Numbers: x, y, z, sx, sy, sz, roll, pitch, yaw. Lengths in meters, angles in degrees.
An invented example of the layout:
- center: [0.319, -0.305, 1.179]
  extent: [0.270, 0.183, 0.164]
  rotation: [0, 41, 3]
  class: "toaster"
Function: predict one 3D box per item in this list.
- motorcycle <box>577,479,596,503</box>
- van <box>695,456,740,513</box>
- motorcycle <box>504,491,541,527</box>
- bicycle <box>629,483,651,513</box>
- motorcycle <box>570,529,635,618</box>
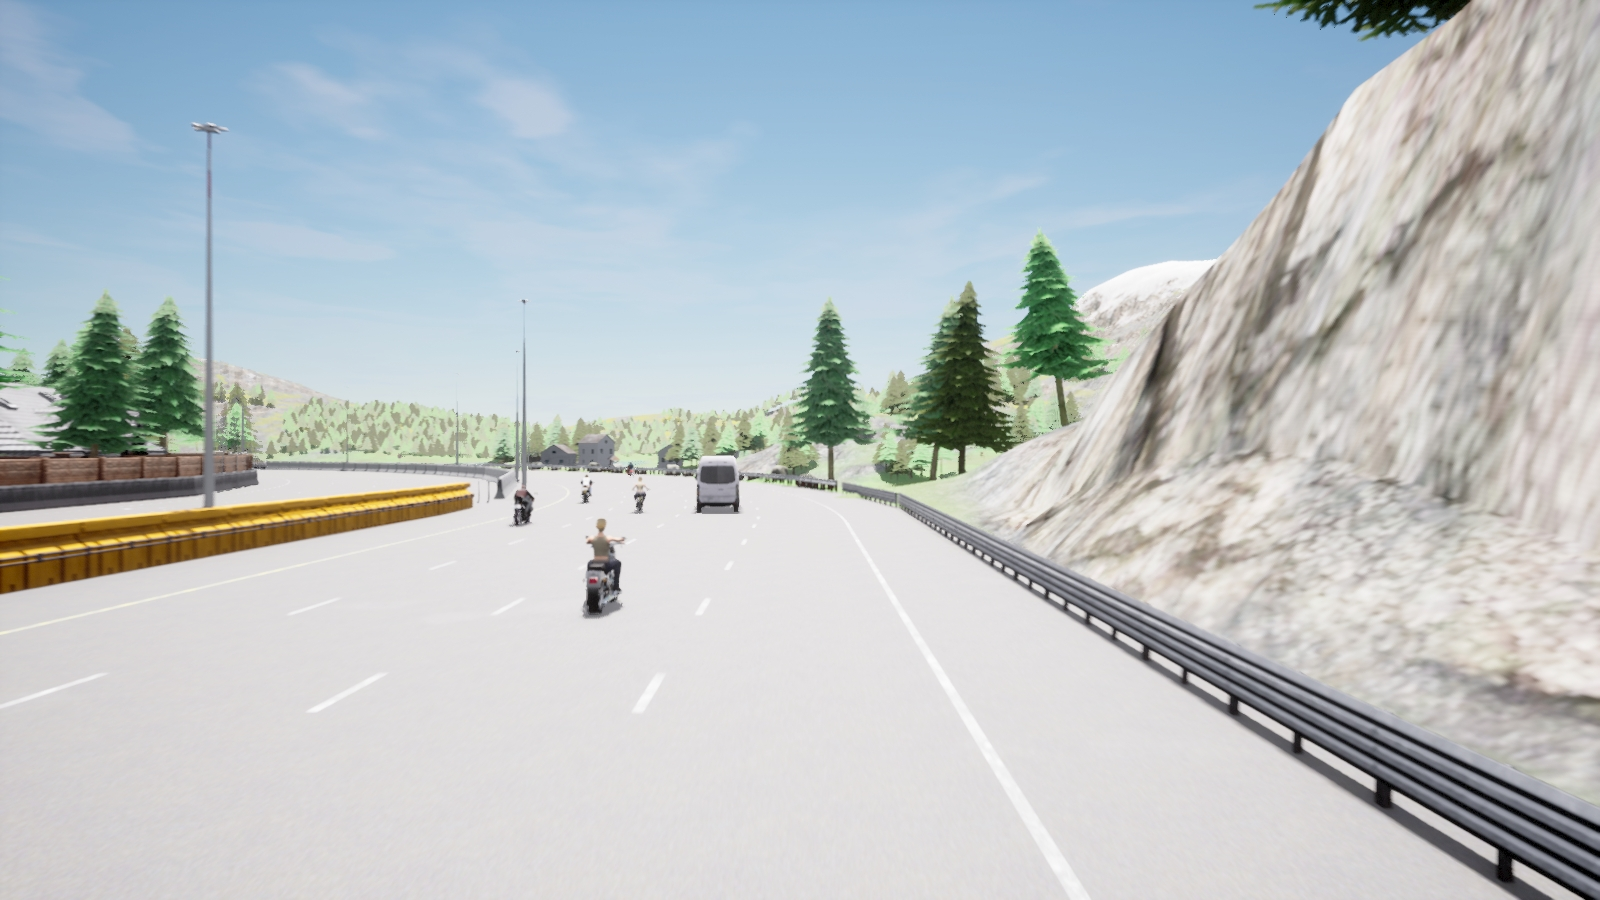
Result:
- center: [-11.481, 2.209, 61.477]
  extent: [0.803, 1.217, 2.033]
  rotation: [0, 0, -6]
  class: "motorcycle"
- center: [-3.867, 1.563, 54.123]
  extent: [1.988, 2.561, 5.915]
  rotation: [0, 0, -3]
  class: "van"
- center: [-10.496, 2.228, 43.299]
  extent: [0.867, 1.251, 2.209]
  rotation: [0, 0, -1]
  class: "motorcycle"
- center: [-7.213, 2.176, 51.629]
  extent: [0.859, 1.295, 1.487]
  rotation: [0, 0, -4]
  class: "bicycle"
- center: [-3.487, 2.157, 20.371]
  extent: [0.764, 1.325, 2.356]
  rotation: [0, 0, 0]
  class: "motorcycle"
